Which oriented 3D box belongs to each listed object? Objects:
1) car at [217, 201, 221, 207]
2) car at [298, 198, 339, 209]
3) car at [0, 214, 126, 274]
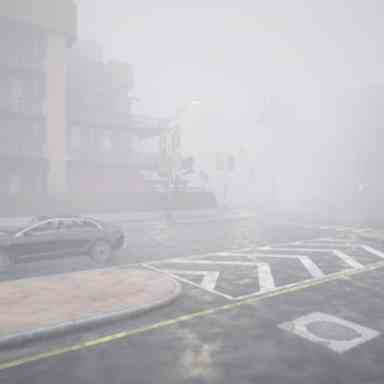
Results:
[{"bbox_3d":[2.165,1.467,48.636,2.128,1.511,4.902,0,0,-35],"label":"car"},{"bbox_3d":[17.305,1.514,45.691,2.033,1.411,5.357,0,0,-35],"label":"car"},{"bbox_3d":[-4.543,1.490,10.523,4.902,1.511,2.128,0,0,-35],"label":"car"}]
